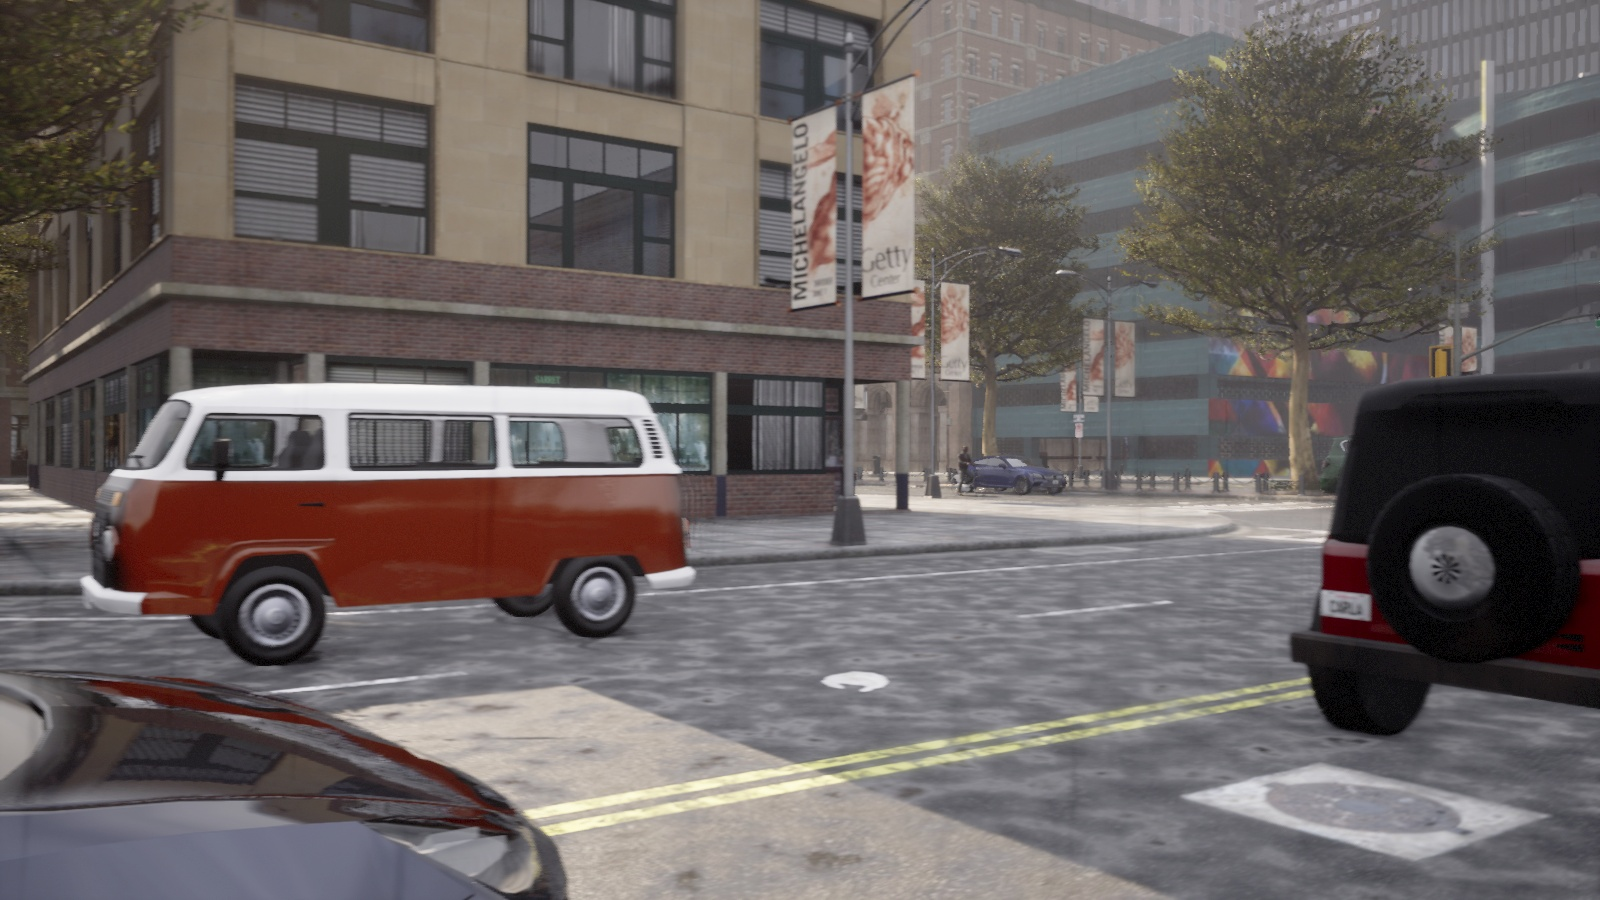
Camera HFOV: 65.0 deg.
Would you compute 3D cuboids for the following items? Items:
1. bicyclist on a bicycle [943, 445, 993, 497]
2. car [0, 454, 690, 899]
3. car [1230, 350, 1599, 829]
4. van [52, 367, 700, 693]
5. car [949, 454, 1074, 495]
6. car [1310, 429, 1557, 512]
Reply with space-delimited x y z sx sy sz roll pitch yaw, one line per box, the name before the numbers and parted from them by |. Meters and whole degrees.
bicyclist on a bicycle | 5.805 0.710 43.515 0.659 1.776 1.843 0 0 -35
car | -2.777 0.755 1.720 4.792 1.488 2.163 0 0 -35
car | 4.297 0.548 6.644 3.866 1.878 1.905 0 0 -35
van | -3.260 0.499 9.958 4.480 2.038 2.069 0 0 -34
car | 7.793 0.869 46.731 1.812 1.442 4.674 0 0 -35
car | 16.890 0.511 33.815 2.150 2.045 5.566 0 0 -36
